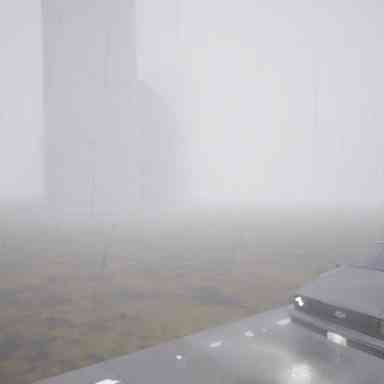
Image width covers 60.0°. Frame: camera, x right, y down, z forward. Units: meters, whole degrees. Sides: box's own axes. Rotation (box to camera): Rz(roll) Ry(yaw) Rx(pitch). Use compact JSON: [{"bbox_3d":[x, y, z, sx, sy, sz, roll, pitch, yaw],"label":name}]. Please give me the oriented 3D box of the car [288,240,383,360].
[{"bbox_3d":[4.109,1.572,5.953,5.357,1.411,2.033,0,0,-35],"label":"car"}]
